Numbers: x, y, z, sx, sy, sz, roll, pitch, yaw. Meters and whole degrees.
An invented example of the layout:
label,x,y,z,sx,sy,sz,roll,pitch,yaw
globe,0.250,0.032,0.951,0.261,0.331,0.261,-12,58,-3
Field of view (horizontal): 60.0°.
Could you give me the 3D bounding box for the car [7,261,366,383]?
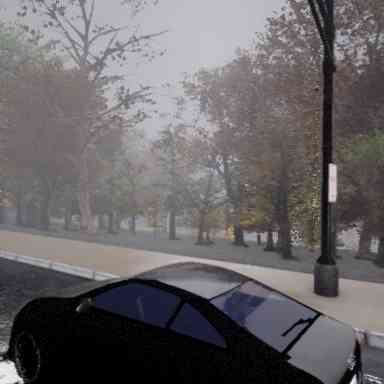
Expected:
label,x,y,z,sx,sy,sz,roll,pitch,yaw
car,-0.316,1.563,3.916,4.181,1.385,1.994,0,0,35
